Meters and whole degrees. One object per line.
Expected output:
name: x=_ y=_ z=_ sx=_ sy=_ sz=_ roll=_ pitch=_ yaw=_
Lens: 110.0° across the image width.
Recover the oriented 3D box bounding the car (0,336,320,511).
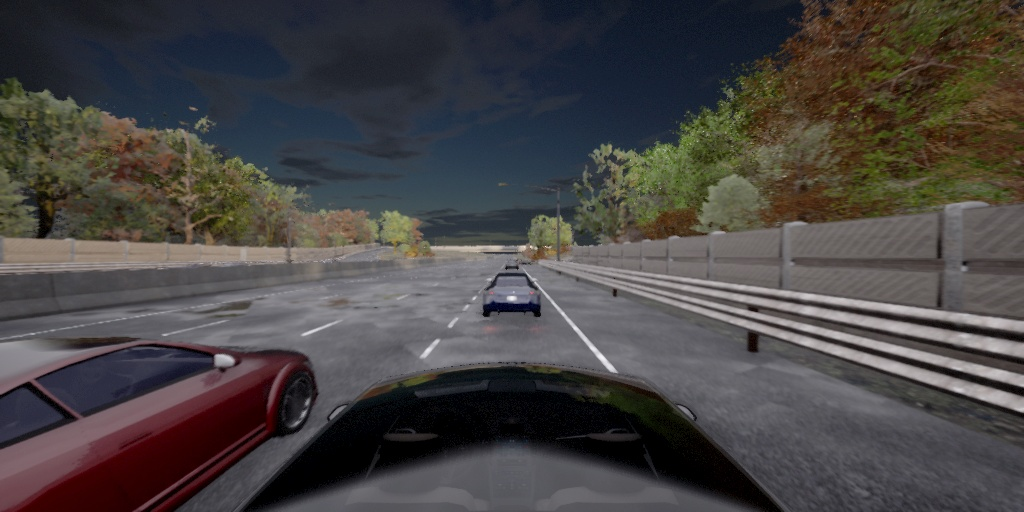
car: x=-3.397 y=1.312 z=2.796 sx=1.994 sy=1.385 sz=4.181 roll=0 pitch=0 yaw=0

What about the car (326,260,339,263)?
car: x=-28.012 y=1.309 z=55.458 sx=2.033 sy=1.411 sz=5.357 roll=0 pitch=0 yaw=0

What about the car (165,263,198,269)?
car: x=-31.536 y=1.325 z=35.573 sx=1.895 sy=1.301 sz=4.718 roll=0 pitch=0 yaw=1

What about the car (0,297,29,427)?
car: x=-6.901 y=1.254 z=1.990 sx=1.837 sy=1.490 sz=4.892 roll=0 pitch=0 yaw=0

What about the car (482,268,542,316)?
car: x=-0.004 y=1.298 z=13.244 sx=1.994 sy=1.385 sz=4.181 roll=0 pitch=0 yaw=0

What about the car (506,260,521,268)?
car: x=0.004 y=1.297 z=55.895 sx=1.994 sy=1.385 sz=4.181 roll=0 pitch=0 yaw=0

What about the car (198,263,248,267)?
car: x=-24.529 y=1.285 z=31.478 sx=1.994 sy=1.385 sz=4.181 roll=0 pitch=0 yaw=1
